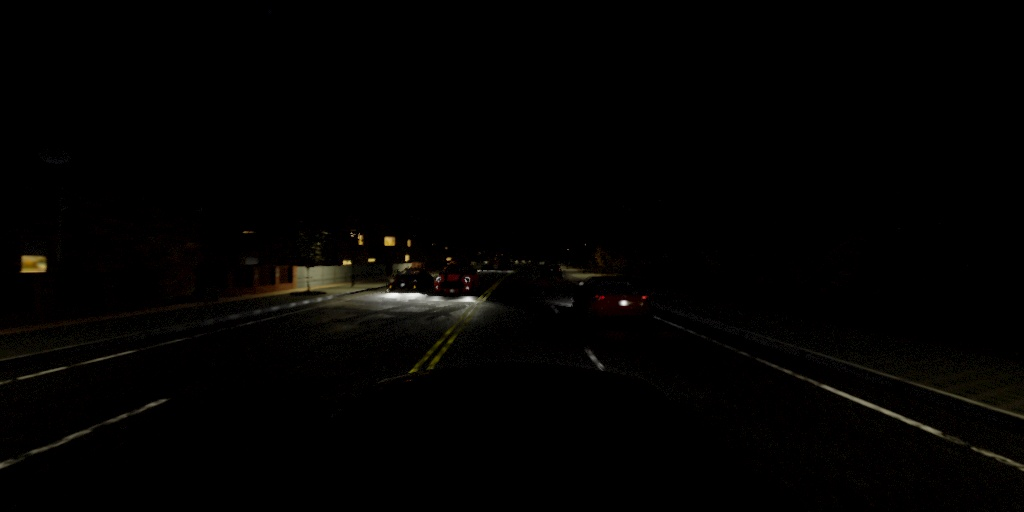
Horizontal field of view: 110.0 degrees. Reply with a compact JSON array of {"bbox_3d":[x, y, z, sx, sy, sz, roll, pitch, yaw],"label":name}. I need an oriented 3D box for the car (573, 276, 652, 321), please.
[{"bbox_3d":[3.426,1.421,12.912,1.994,1.385,4.181,0,0,1],"label":"car"}]

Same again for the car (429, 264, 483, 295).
[{"bbox_3d":[-3.132,1.277,21.195,2.097,1.767,4.553,0,-1,1],"label":"car"}]

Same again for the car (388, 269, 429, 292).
[{"bbox_3d":[-6.342,1.502,22.905,1.994,1.385,4.181,0,-1,1],"label":"car"}]

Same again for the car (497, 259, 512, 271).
[{"bbox_3d":[-1.246,1.528,62.629,2.150,2.045,5.566,0,0,4],"label":"car"}]

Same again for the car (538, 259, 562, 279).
[{"bbox_3d":[4.077,1.434,37.975,2.097,1.767,4.553,0,-1,2],"label":"car"}]

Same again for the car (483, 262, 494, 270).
[{"bbox_3d":[-4.338,1.869,64.990,2.033,1.411,5.357,0,0,4],"label":"car"}]
